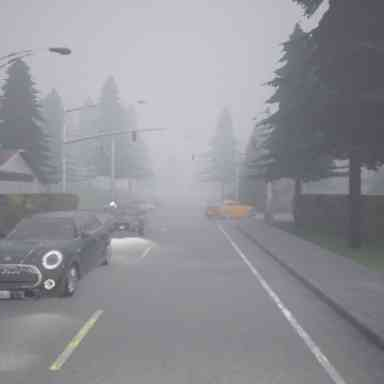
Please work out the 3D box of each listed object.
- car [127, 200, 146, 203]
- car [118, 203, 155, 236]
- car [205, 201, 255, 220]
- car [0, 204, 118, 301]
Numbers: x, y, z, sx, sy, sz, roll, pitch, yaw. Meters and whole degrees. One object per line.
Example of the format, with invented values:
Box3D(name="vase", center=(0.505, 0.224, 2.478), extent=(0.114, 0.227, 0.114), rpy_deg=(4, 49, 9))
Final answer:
Box3D(name="car", center=(-6.247, 1.565, 36.078), extent=(4.718, 1.301, 1.895), rpy_deg=(0, 0, 43))
Box3D(name="car", center=(-3.439, 1.549, 18.351), extent=(1.994, 1.385, 4.181), rpy_deg=(0, 0, 0))
Box3D(name="car", center=(3.304, 1.479, 28.311), extent=(5.008, 1.535, 1.882), rpy_deg=(0, -1, -41))
Box3D(name="car", center=(-3.554, 1.336, 8.501), extent=(2.097, 1.767, 4.553), rpy_deg=(0, 0, 0))
